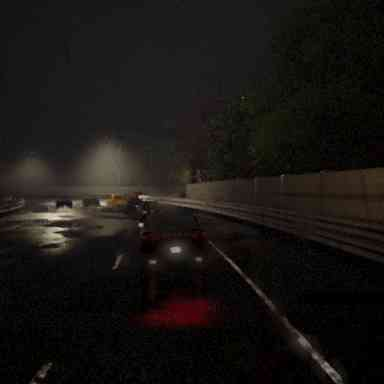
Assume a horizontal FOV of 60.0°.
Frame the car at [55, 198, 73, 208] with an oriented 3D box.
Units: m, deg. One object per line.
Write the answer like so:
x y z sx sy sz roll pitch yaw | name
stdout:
-16.807 1.390 43.561 1.895 1.301 4.718 0 0 -25 | car

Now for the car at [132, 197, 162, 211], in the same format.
-3.215 1.400 25.479 2.033 1.411 5.357 0 0 -13 | car

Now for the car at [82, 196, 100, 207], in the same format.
-13.843 1.260 45.477 2.128 1.511 4.902 0 1 -25 | car

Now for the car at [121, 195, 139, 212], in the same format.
-6.116 1.364 35.697 1.994 1.385 4.181 0 0 -17 | car

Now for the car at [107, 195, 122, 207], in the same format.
-10.852 1.222 47.399 1.882 1.535 5.008 0 0 -25 | car

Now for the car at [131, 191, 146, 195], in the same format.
-12.029 0.796 76.137 2.150 2.045 5.566 0 0 17 | car

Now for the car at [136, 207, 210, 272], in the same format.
-0.670 1.361 10.629 1.882 1.535 5.008 -3 -2 -6 | car
